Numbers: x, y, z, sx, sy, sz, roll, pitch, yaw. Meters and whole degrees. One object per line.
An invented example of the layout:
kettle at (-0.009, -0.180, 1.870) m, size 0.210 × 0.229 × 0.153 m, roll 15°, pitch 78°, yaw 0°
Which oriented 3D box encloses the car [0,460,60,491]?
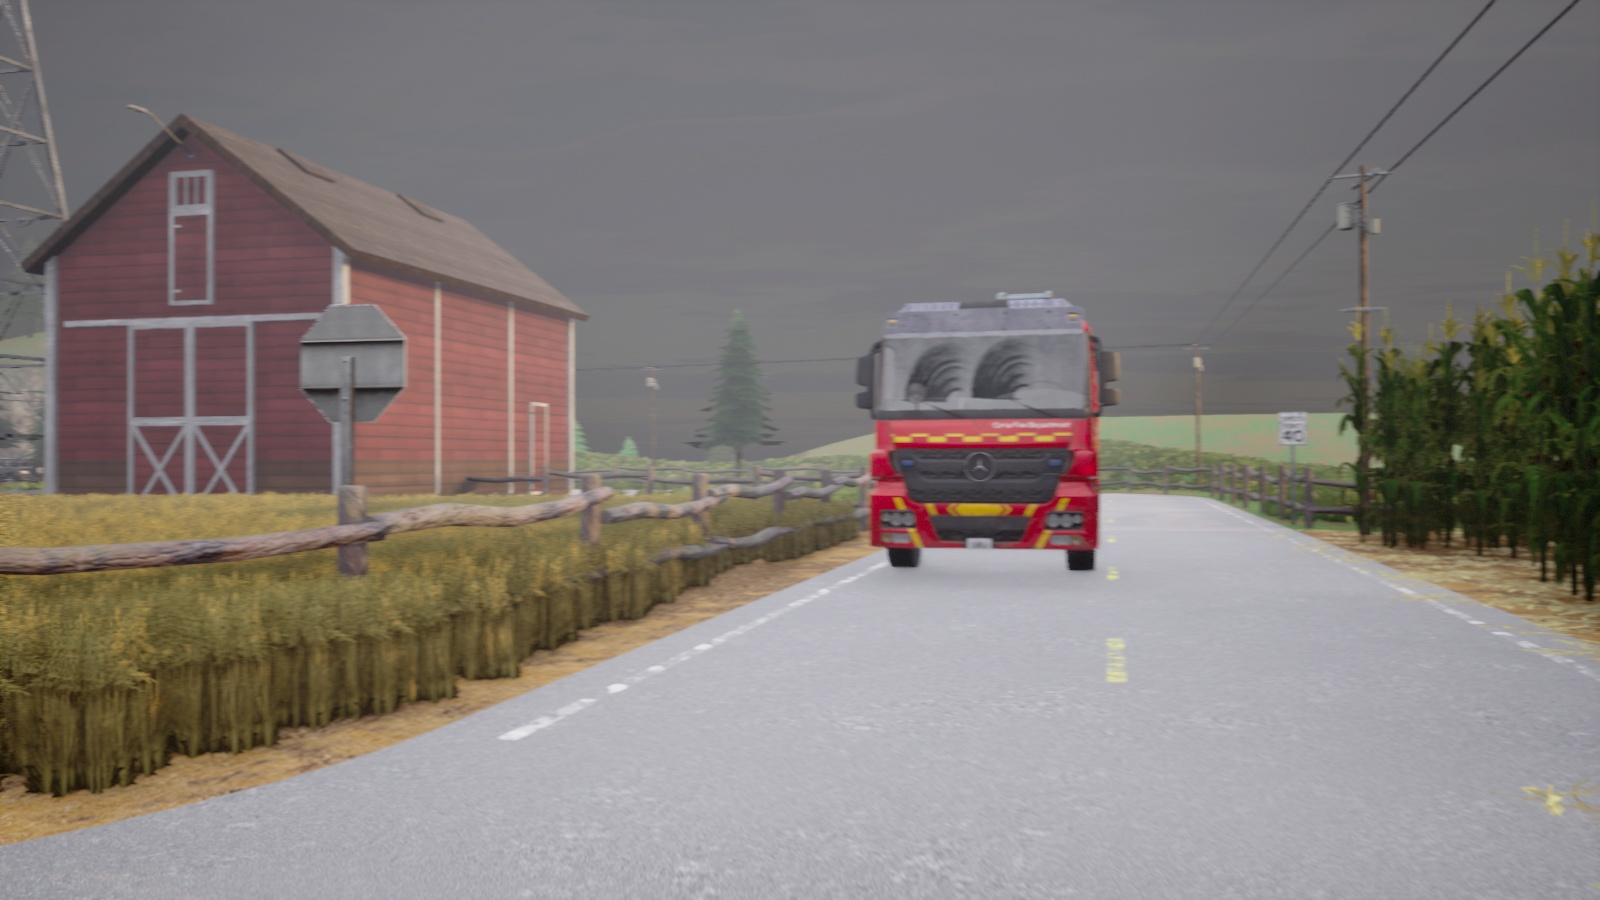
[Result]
car at (-47.652, 1.527, 76.519) m, size 4.605 × 1.855 × 1.932 m, roll -1°, pitch 0°, yaw 20°

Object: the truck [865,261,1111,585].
truck at (3.251, -0.281, 19.276) m, size 2.891 × 3.827 × 8.468 m, roll -1°, pitch 0°, yaw 14°
